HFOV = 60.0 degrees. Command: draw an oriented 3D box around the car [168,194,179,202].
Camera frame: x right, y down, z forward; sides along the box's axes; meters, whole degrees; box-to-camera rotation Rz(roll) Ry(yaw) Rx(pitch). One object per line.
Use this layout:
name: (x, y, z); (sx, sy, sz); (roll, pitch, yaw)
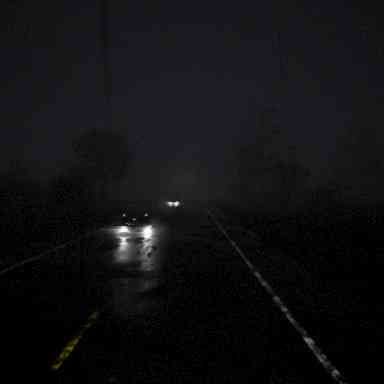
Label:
car: (-3.512, 1.156, 64.285); (2.128, 1.511, 4.902); (0, 0, 1)

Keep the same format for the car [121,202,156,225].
car: (-3.596, 1.420, 23.052); (1.812, 1.442, 4.674); (0, 0, 0)
